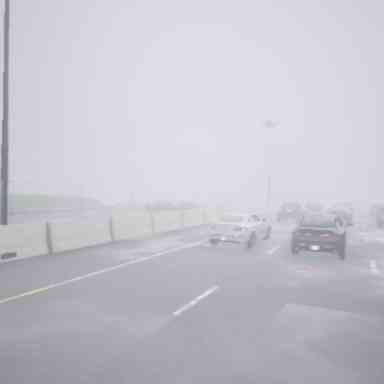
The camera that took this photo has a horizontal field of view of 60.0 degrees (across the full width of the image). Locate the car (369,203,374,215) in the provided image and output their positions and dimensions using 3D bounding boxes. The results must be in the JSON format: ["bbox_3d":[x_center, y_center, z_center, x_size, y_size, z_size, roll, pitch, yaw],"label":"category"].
[{"bbox_3d":[20.996,1.951,37.298,2.033,1.411,5.357,0,0,26],"label":"car"}]

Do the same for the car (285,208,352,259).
[{"bbox_3d":[5.267,1.631,13.448,1.837,1.490,4.892,0,0,27],"label":"car"}]

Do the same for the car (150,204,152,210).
[{"bbox_3d":[-4.017,1.776,42.045,1.895,1.301,4.718,0,0,27],"label":"car"}]

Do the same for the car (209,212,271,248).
[{"bbox_3d":[2.307,1.629,15.348,1.812,1.442,4.674,0,0,27],"label":"car"}]

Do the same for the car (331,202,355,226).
[{"bbox_3d":[12.114,1.787,27.229,1.812,1.442,4.674,0,0,27],"label":"car"}]

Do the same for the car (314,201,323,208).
[{"bbox_3d":[14.876,1.837,40.705,1.882,1.535,5.008,0,0,27],"label":"car"}]

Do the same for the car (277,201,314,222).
[{"bbox_3d":[8.765,1.585,28.363,2.097,1.767,4.553,0,0,27],"label":"car"}]

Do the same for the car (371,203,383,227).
[{"bbox_3d":[14.618,1.821,24.435,2.033,1.411,5.357,0,0,27],"label":"car"}]

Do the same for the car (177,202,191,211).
[{"bbox_3d":[-0.877,1.799,40.499,1.895,1.301,4.718,0,0,27],"label":"car"}]
